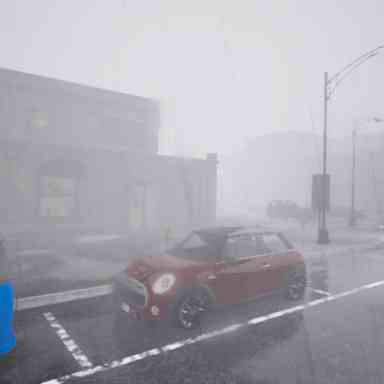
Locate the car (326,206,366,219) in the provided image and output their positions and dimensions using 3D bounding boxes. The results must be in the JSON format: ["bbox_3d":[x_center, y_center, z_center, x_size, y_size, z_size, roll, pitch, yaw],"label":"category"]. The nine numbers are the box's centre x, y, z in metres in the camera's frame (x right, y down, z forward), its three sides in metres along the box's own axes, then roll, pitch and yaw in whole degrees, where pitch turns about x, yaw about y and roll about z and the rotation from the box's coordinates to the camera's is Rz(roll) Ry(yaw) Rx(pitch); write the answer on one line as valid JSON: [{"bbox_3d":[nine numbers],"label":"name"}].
[{"bbox_3d":[15.850,2.128,34.717,1.947,1.339,4.313,1,-1,-35],"label":"car"}]

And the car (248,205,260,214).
[{"bbox_3d":[9.426,2.196,43.974,1.752,1.417,4.829,1,-1,-35],"label":"car"}]

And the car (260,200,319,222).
[{"bbox_3d":[8.969,1.665,29.945,2.192,1.841,5.009,1,-1,-35],"label":"car"}]

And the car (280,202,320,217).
[{"bbox_3d":[12.688,2.056,39.278,1.967,1.590,4.097,1,-1,-35],"label":"car"}]

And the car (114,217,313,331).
[{"bbox_3d":[0.490,1.483,6.891,4.097,1.590,1.967,1,1,-35],"label":"car"}]

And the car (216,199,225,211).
[{"bbox_3d":[3.198,2.091,52.953,2.192,1.841,5.009,1,-1,-35],"label":"car"}]

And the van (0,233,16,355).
[{"bbox_3d":[-4.104,1.328,3.614,3.998,1.788,1.690,1,1,-35],"label":"van"}]
